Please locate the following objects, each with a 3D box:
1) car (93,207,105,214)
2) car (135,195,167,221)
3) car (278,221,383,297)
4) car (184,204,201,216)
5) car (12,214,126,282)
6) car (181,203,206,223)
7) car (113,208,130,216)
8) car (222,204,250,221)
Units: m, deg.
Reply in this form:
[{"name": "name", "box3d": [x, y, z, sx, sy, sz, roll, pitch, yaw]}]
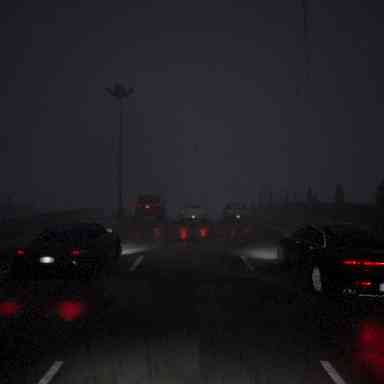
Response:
[{"name": "car", "box3d": [-14.009, 2.933, 48.516, 1.837, 1.490, 4.892, 0, -6, 0]}, {"name": "car", "box3d": [-3.406, 1.293, 28.163, 2.150, 2.045, 5.566, 0, -1, 0]}, {"name": "car", "box3d": [3.599, 1.511, 8.544, 1.837, 1.490, 4.892, 0, 0, 0]}, {"name": "car", "box3d": [0.091, 2.408, 42.981, 2.033, 1.411, 5.357, 0, -5, 0]}, {"name": "car", "box3d": [-3.401, 1.570, 9.808, 1.994, 1.385, 4.181, 0, 0, 0]}, {"name": "car", "box3d": [0.096, 1.560, 25.692, 1.812, 1.442, 4.674, 0, -1, 0]}, {"name": "car", "box3d": [-10.511, 3.152, 50.378, 2.033, 1.411, 5.357, 0, -7, 0]}, {"name": "car", "box3d": [3.594, 1.672, 28.067, 1.895, 1.301, 4.718, 0, -1, 0]}]
